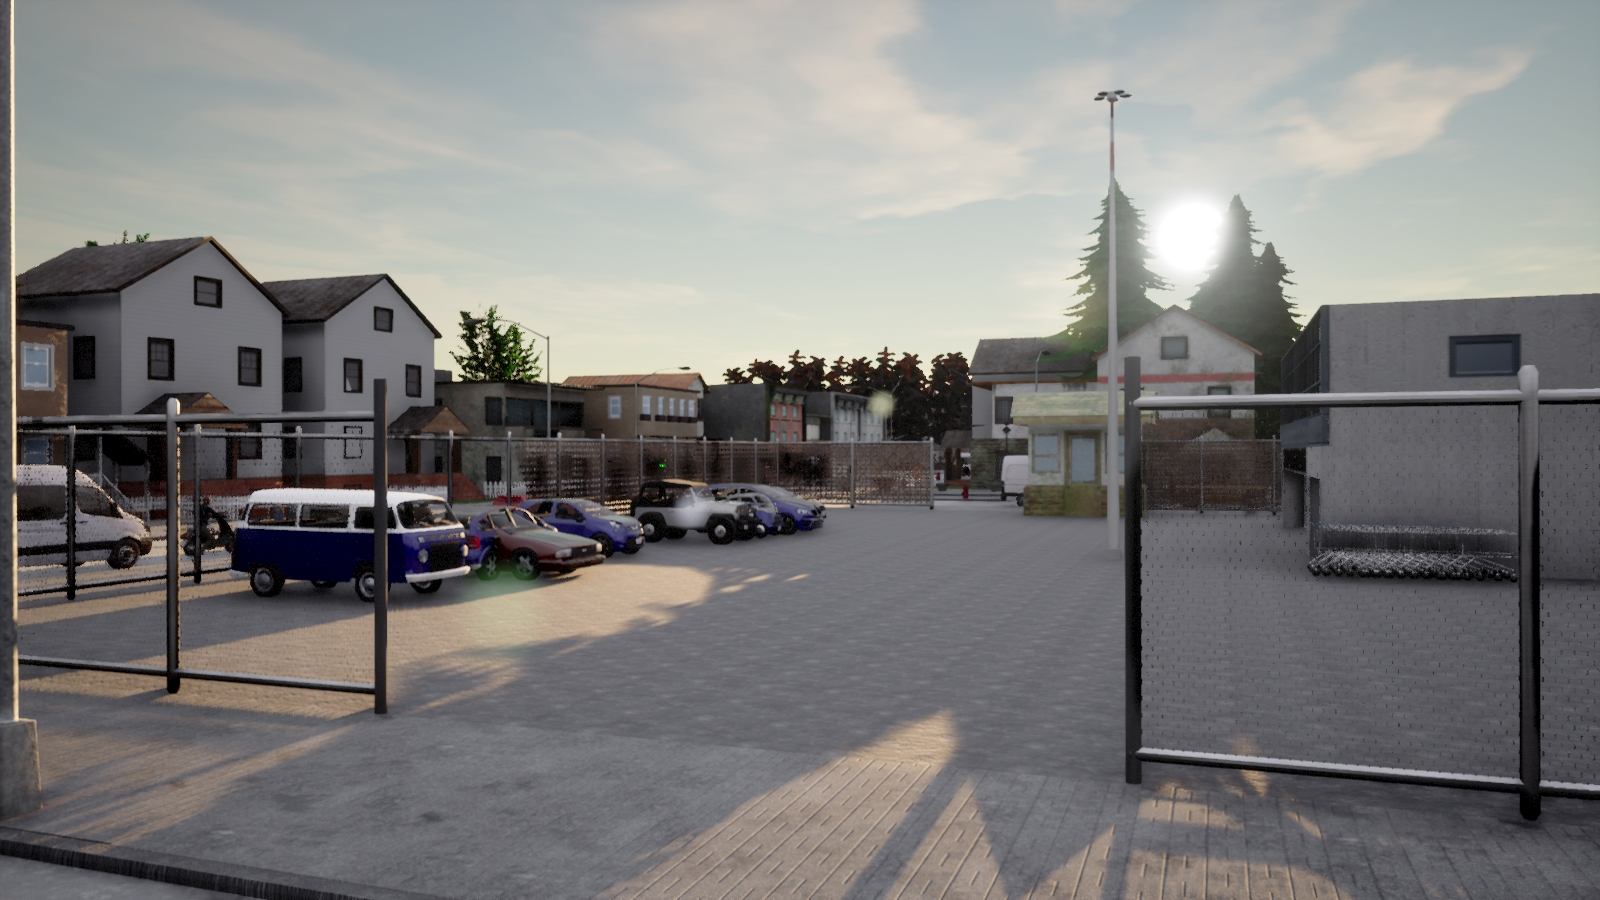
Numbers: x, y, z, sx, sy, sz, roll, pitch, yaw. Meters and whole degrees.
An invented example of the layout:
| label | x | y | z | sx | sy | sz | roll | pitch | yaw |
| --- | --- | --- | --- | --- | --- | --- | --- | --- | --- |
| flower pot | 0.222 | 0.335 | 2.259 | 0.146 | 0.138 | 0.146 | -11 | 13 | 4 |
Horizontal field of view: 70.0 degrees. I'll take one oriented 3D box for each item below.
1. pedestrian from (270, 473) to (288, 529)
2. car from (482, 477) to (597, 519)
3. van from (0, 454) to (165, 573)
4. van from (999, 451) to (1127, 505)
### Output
| label | x | y | z | sx | sy | sz | roll | pitch | yaw |
| --- | --- | --- | --- | --- | --- | --- | --- | --- | --- |
| pedestrian | -17.500 | 1.719 | 38.370 | 0.375 | 1.860 | 0.375 | 0 | 0 | 11 |
| car | -10.497 | 1.920 | 46.446 | 2.231 | 1.480 | 4.892 | 0 | 0 | 20 |
| van | -17.857 | 1.393 | 26.183 | 1.988 | 2.561 | 5.915 | 0 | 0 | 20 |
| van | 12.903 | 1.337 | 56.105 | 5.915 | 2.561 | 1.988 | 0 | 0 | 20 |
